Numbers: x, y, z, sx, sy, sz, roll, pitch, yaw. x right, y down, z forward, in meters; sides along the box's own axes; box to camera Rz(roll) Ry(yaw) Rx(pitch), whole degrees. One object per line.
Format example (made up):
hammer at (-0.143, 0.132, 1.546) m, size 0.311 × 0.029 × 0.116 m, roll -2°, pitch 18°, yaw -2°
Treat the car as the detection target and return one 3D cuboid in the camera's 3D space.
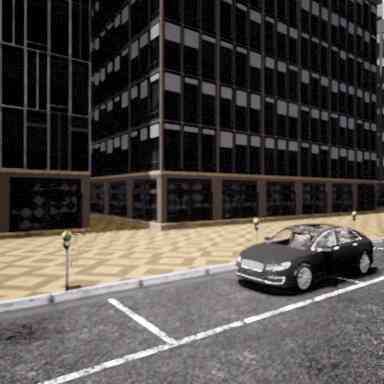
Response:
car at (3.103, 1.540, 8.768) m, size 4.403 × 1.369 × 2.008 m, roll 0°, pitch 0°, yaw -35°
